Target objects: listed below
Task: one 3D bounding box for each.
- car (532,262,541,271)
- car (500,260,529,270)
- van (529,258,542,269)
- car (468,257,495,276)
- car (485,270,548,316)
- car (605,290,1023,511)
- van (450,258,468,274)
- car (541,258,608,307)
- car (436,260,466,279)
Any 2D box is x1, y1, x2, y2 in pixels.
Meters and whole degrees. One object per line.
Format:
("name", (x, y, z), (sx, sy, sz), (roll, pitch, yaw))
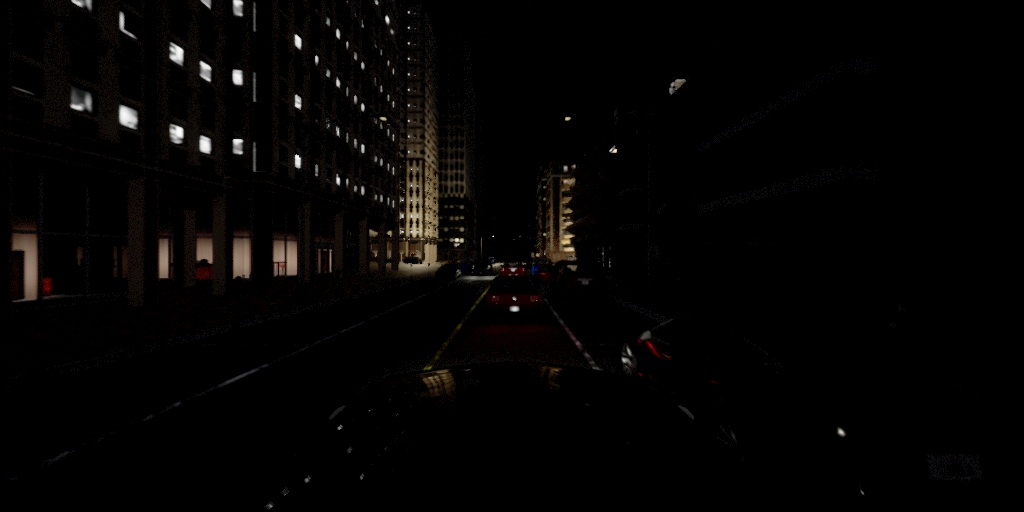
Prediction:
("car", (2.688, 1.354, 26.850), (1.802, 1.307, 4.207), (0, 0, 0))
("car", (0.091, 1.127, 29.951), (2.097, 1.767, 4.553), (0, 0, 0))
("van", (2.688, 1.119, 32.499), (1.690, 1.789, 3.998), (0, 0, 0))
("car", (-3.097, 1.136, 37.750), (2.097, 1.767, 4.553), (0, 0, 0))
("car", (0.091, 1.360, 13.396), (1.895, 1.301, 4.718), (0, 0, 0))
("car", (2.690, 1.318, 4.256), (1.948, 1.339, 4.313), (0, 0, 0))
("van", (-5.693, 1.125, 38.147), (1.690, 1.789, 3.998), (0, 0, 0))
("car", (2.689, 1.076, 15.553), (2.192, 1.841, 5.009), (0, 0, 0))
("car", (-5.692, 1.343, 32.498), (1.948, 1.339, 4.313), (0, 0, 0))
